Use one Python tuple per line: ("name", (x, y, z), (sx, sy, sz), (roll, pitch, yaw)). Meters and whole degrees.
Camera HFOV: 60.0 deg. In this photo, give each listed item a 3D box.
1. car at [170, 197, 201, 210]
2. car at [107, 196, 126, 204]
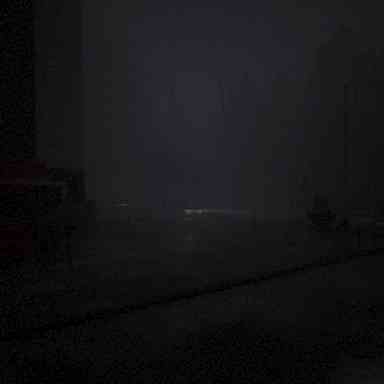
("car", (-0.869, 1.324, 39.244), (1.812, 1.442, 4.674), (-1, 0, -36))
("car", (-12.674, 1.370, 55.962), (1.994, 1.385, 4.181), (-1, 0, -35))
